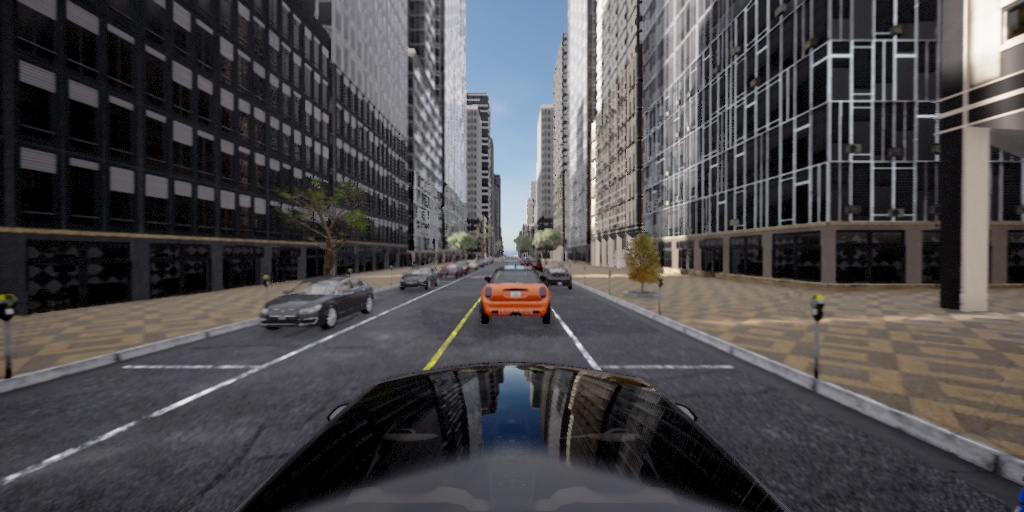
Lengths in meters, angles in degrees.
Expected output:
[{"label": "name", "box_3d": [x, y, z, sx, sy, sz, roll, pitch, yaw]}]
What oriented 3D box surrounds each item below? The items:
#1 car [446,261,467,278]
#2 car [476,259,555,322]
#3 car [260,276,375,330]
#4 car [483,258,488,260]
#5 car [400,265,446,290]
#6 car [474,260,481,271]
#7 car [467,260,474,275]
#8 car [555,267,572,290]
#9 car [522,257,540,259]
[{"label": "car", "box_3d": [-5.676, 1.353, 33.790, 1.802, 1.307, 4.207, 0, 0, 0]}, {"label": "car", "box_3d": [0.106, 1.110, 12.379, 2.097, 1.767, 4.553, 0, 0, 0]}, {"label": "car", "box_3d": [-5.687, 1.307, 11.056, 2.007, 1.370, 4.403, 0, 0, 0]}, {"label": "car", "box_3d": [-5.663, 1.355, 62.209, 1.948, 1.339, 4.313, 0, 0, 0]}, {"label": "car", "box_3d": [-5.681, 1.314, 22.423, 2.007, 1.370, 4.403, 0, 0, 0]}, {"label": "car", "box_3d": [-5.668, 1.308, 50.672, 1.751, 1.417, 4.829, 0, 0, 0]}, {"label": "car", "box_3d": [-5.674, 1.215, 39.474, 1.967, 1.591, 4.097, 0, 0, 0]}, {"label": "car", "box_3d": [2.699, 1.315, 22.419, 2.007, 1.370, 4.403, 0, 0, 0]}, {"label": "car", "box_3d": [2.710, 1.094, 45.154, 2.192, 1.841, 5.009, 0, 0, 0]}]
